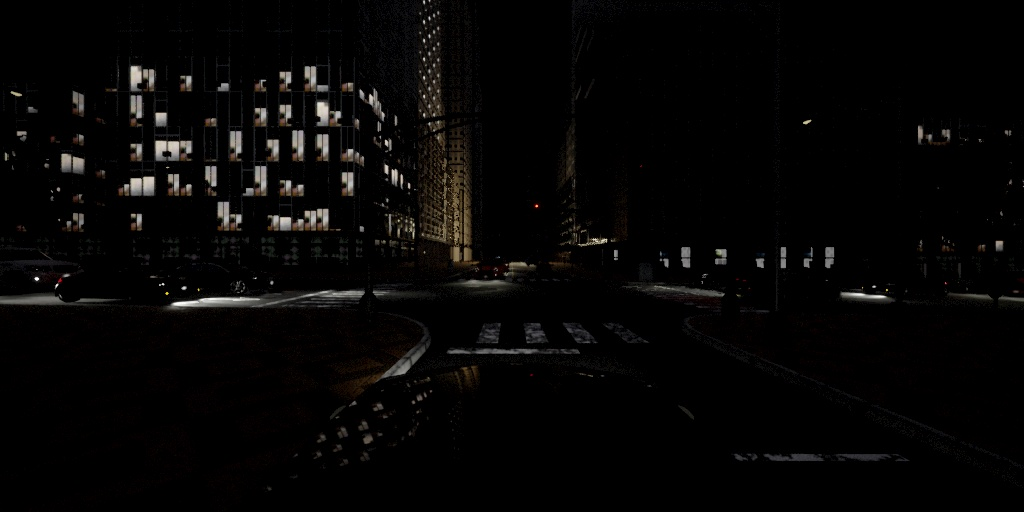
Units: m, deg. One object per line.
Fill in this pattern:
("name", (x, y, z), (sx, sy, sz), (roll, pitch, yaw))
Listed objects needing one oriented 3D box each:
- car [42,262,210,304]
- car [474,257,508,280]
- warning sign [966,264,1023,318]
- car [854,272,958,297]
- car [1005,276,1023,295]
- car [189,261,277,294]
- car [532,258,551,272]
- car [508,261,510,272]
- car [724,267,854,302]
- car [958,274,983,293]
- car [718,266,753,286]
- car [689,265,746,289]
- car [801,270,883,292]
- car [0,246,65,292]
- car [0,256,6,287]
("car", (-15.040, 1.063, 14.191), (4.181, 1.385, 1.994), (1, 0, -2))
("car", (-1.890, 1.121, 31.394), (2.097, 1.767, 4.553), (0, 0, 7))
("warning sign", (17.309, 1.204, 12.837), (1.060, 1.860, 1.300), (0, 0, -2))
("car", (24.730, 1.782, 22.618), (4.181, 1.385, 1.994), (1, 0, -3))
("car", (34.493, 1.745, 23.032), (4.553, 1.767, 2.097), (1, 0, -2))
("car", (-14.241, 1.004, 17.486), (4.902, 1.511, 2.128), (1, 0, -3))
("car", (4.067, 1.329, 46.681), (1.948, 1.339, 4.313), (0, 0, 0))
("car", (-1.395, 1.115, 45.403), (2.097, 1.767, 4.553), (0, 0, 0))
("car", (14.272, 1.523, 18.695), (4.902, 1.511, 2.128), (1, 0, -2))
("car", (33.788, 1.980, 26.257), (4.718, 1.301, 1.895), (1, 0, -2))
("car", (15.862, 1.564, 22.244), (4.892, 1.490, 1.837), (1, 0, -4))
("car", (15.071, 1.396, 25.452), (4.553, 1.767, 2.097), (1, 0, -3))
("car", (23.694, 1.763, 25.841), (4.181, 1.385, 1.994), (1, 0, -5))
("car", (-24.081, 0.553, 17.051), (5.566, 2.045, 2.150), (1, 0, -2))
("car", (-23.687, 0.832, 13.820), (4.902, 1.511, 2.128), (1, 0, -3))
